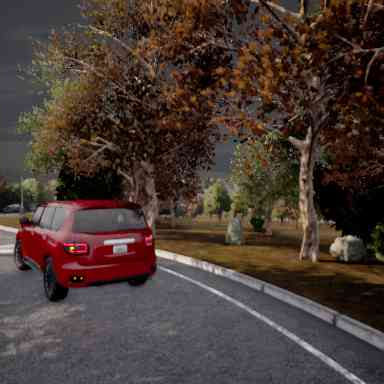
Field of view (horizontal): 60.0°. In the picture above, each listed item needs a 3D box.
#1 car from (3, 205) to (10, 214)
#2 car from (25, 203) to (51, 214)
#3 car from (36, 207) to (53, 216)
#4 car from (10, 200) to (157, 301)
[{"bbox_3d":[-26.875,2.618,50.506,1.837,1.490,4.892,0,-5,-8],"label":"car"},{"bbox_3d":[-23.095,2.533,50.115,2.128,1.511,4.902,0,-4,-8],"label":"car"},{"bbox_3d":[-28.915,3.843,65.466,1.837,1.490,4.892,0,-5,-8],"label":"car"},{"bbox_3d":[-3.019,1.216,8.697,2.150,2.045,5.566,0,0,-37],"label":"car"}]
